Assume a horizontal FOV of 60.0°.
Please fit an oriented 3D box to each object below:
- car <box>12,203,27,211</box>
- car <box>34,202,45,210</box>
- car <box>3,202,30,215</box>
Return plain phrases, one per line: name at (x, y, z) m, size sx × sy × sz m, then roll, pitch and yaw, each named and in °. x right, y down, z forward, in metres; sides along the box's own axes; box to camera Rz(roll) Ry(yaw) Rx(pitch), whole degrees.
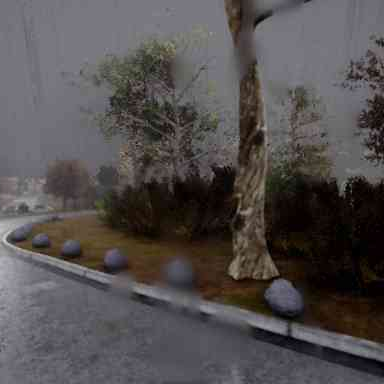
car at (-30.922, 2.661, 59.687) m, size 1.994 × 1.385 × 4.181 m, roll 0°, pitch 0°, yaw -22°
car at (-28.466, 2.627, 62.308) m, size 2.033 × 1.411 × 5.357 m, roll 0°, pitch 0°, yaw -24°
car at (-24.736, 2.237, 46.965) m, size 2.097 × 1.767 × 4.553 m, roll -1°, pitch -1°, yaw -6°
